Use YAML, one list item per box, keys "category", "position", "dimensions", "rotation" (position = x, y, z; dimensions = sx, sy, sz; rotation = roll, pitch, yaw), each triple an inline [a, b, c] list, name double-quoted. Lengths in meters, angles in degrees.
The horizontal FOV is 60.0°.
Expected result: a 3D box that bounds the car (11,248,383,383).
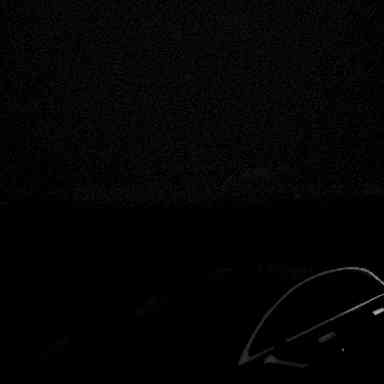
- category: "car"
  position: [0.717, 1.489, 3.657]
  dimensions: [4.892, 1.490, 1.837]
  rotation: [0, 0, -36]
